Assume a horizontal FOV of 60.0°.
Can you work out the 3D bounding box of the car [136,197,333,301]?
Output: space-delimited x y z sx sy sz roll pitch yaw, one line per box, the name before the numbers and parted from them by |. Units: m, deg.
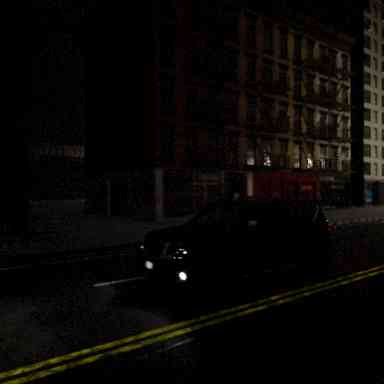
car | 1.348 1.177 8.631 5.566 2.045 2.150 0 0 -35
